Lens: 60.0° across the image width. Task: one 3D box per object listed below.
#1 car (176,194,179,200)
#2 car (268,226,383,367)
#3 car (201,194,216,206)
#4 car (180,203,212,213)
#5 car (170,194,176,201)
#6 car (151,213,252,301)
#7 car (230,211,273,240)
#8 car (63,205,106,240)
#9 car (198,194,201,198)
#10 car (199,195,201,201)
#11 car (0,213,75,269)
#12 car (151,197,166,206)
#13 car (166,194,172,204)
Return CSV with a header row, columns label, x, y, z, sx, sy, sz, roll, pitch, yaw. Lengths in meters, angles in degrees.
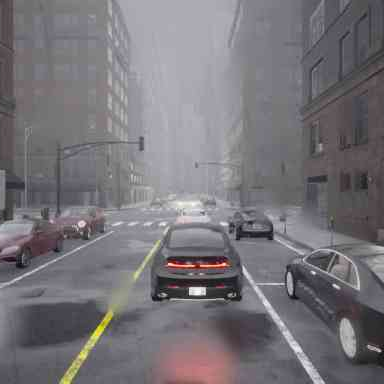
label,x,y,z,sx,sy,sz,roll,pitch,yaw
car,-5.570,1.456,91.593,2.192,1.841,5.009,0,0,0
car,2.855,1.550,5.627,2.008,1.369,4.403,0,0,0
car,2.888,1.475,53.720,1.967,1.590,4.097,0,0,0
car,0.082,1.526,17.442,1.812,1.442,4.674,0,0,-1
car,-5.588,1.625,80.605,1.752,1.417,4.829,0,0,0
car,0.098,1.505,8.294,1.837,1.490,4.892,0,0,0
car,2.855,1.566,16.630,1.947,1.339,4.313,0,0,0
car,-5.670,1.440,16.630,1.967,1.590,4.097,0,0,0
car,2.927,1.523,75.356,1.967,1.590,4.097,0,0,0
car,2.908,1.606,64.538,2.008,1.369,4.403,0,0,0
car,-5.670,1.582,11.128,1.802,1.307,4.206,0,0,0
car,-5.636,1.617,53.733,1.802,1.307,4.206,0,0,0
car,-5.617,1.606,64.550,2.008,1.369,4.403,0,0,0
